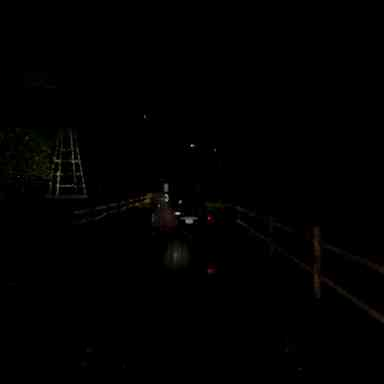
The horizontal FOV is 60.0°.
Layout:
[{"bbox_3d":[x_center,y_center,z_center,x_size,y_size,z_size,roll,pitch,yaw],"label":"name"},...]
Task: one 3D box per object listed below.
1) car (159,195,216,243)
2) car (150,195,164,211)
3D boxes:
[{"bbox_3d":[-0.131,1.132,14.965,2.097,1.767,4.553,0,1,-1],"label":"car"},{"bbox_3d":[-3.074,1.017,33.563,2.128,1.511,4.902,0,1,-1],"label":"car"}]
